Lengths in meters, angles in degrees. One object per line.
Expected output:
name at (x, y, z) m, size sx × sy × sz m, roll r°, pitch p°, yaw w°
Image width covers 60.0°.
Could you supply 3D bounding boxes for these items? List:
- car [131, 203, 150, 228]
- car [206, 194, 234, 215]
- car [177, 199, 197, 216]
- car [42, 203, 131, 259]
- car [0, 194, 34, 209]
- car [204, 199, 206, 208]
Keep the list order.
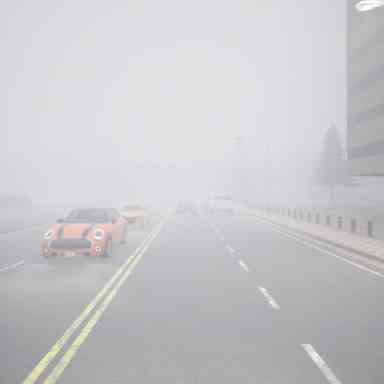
car at (-3.938, 1.478, 22.291) m, size 1.882 × 1.535 × 5.008 m, roll 0°, pitch 0°, yaw -1°
car at (2.949, 1.222, 34.480) m, size 2.150 × 2.045 × 5.566 m, roll 0°, pitch 0°, yaw -1°
car at (-0.503, 1.601, 31.955) m, size 1.895 × 1.301 × 4.718 m, roll 0°, pitch 0°, yaw -1°
car at (-3.824, 1.351, 12.560) m, size 2.097 × 1.767 × 4.553 m, roll 0°, pitch 0°, yaw -1°
car at (-21.849, 1.153, 41.793) m, size 1.932 × 1.855 × 4.605 m, roll 0°, pitch 0°, yaw -1°
car at (2.762, 1.352, 44.002) m, size 2.097 × 1.767 × 4.553 m, roll 0°, pitch 0°, yaw -1°
